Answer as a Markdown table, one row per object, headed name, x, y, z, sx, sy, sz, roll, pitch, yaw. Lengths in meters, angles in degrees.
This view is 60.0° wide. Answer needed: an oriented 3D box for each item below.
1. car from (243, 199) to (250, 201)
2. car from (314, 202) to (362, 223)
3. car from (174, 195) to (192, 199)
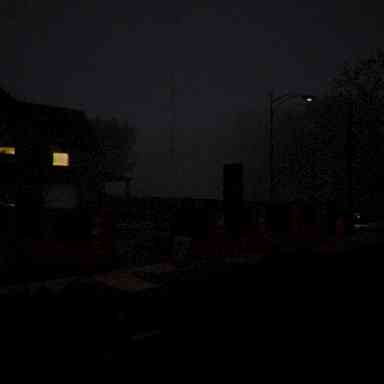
| name | x | y | z | sx | sy | sz | roll | pitch | yaw |
| --- | --- | --- | --- | --- | --- | --- | --- | --- | --- |
| car | 4.997 | 1.437 | 32.671 | 1.812 | 1.442 | 4.674 | 0 | 0 | -36 |
| car | 10.335 | 1.472 | 25.245 | 1.812 | 1.442 | 4.674 | 0 | 0 | -36 |
| car | -0.786 | 1.223 | 40.709 | 2.097 | 1.767 | 4.553 | 0 | 0 | -36 |
